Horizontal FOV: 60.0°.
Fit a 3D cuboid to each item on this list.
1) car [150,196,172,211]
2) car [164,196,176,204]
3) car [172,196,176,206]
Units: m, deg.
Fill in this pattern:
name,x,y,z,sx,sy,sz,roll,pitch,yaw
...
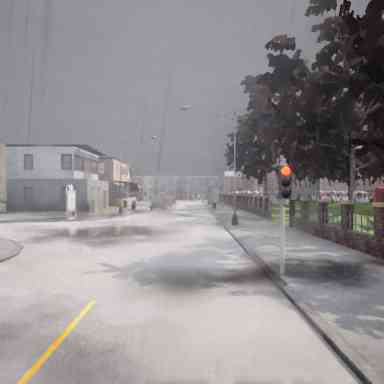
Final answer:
name,x,y,z,sx,sy,sz,roll,pitch,yaw
car,-4.081,1.547,41.941,2.033,1.411,5.357,0,0,0
car,-4.036,1.526,62.259,1.812,1.442,4.674,0,0,1
car,-4.070,1.352,52.043,2.097,1.767,4.553,0,0,0
